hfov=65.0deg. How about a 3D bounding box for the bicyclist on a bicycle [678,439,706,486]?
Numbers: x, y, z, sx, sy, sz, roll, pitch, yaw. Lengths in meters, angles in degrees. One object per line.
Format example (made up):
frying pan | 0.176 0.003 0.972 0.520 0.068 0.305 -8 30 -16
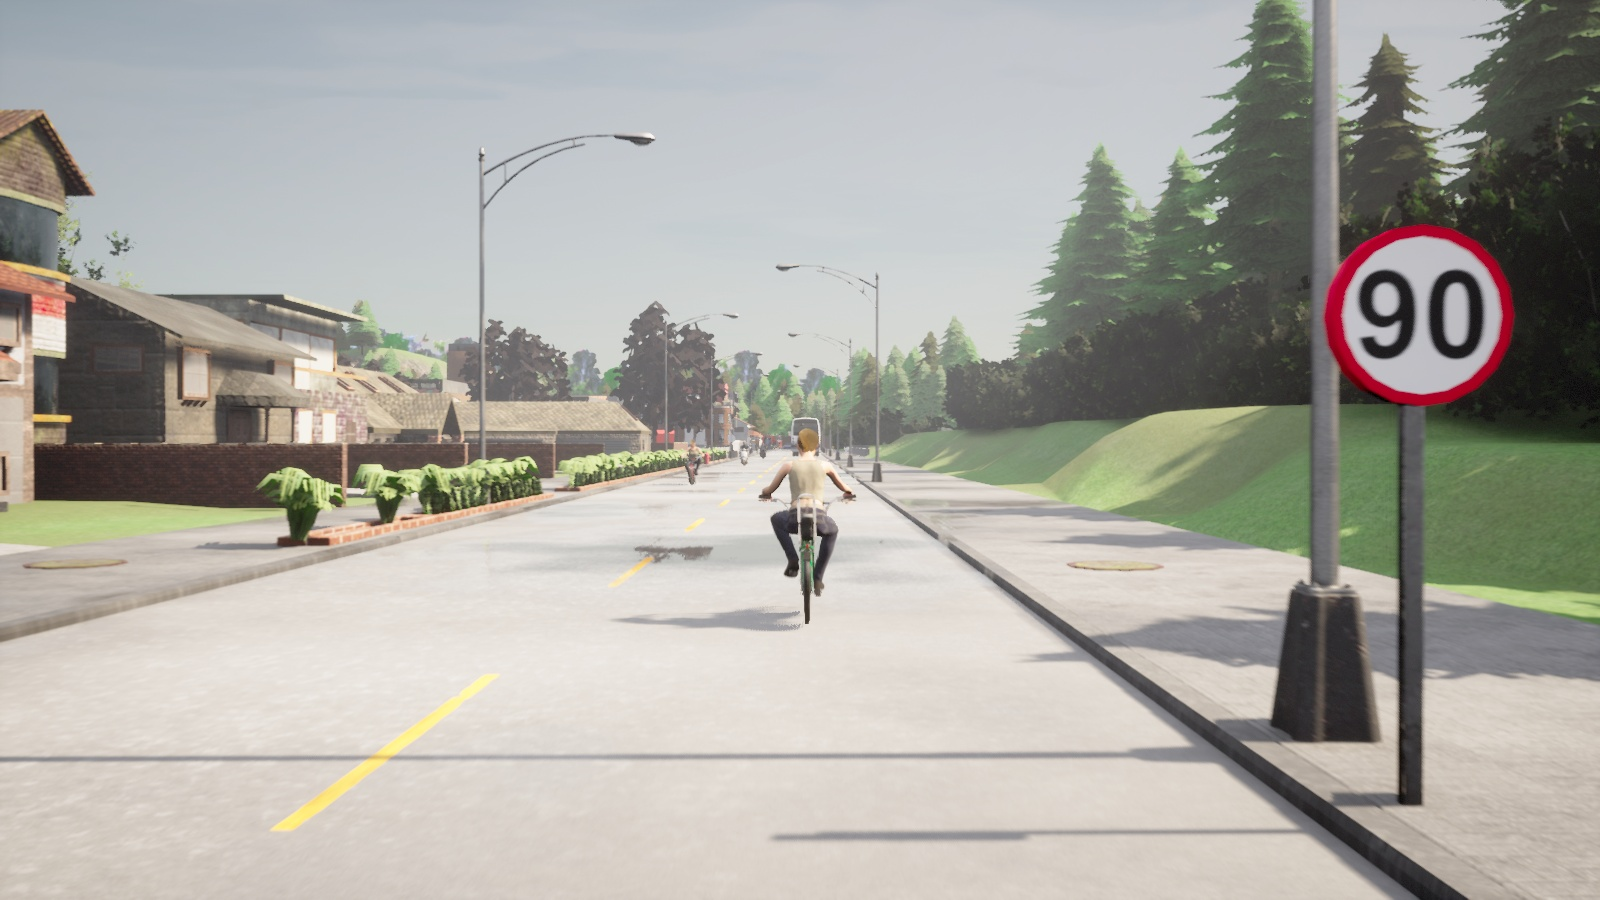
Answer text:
bicyclist on a bicycle | -3.763 0.433 43.890 0.866 1.612 1.509 0 0 0

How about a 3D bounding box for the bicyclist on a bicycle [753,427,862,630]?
bicyclist on a bicycle | 0.064 0.622 10.758 0.866 1.612 1.509 0 0 1
